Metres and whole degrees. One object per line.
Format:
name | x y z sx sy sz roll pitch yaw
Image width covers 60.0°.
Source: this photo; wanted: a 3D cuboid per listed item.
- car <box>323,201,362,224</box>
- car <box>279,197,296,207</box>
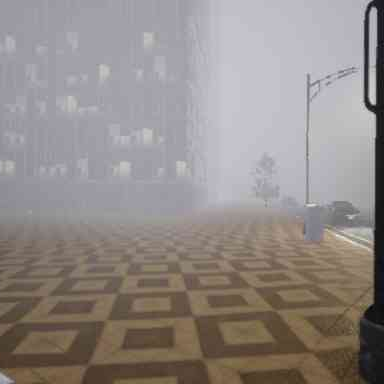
car | 10.906 1.469 24.490 2.128 1.511 4.902 1 0 8
car | 14.282 1.436 49.846 1.812 1.442 4.674 1 0 6
